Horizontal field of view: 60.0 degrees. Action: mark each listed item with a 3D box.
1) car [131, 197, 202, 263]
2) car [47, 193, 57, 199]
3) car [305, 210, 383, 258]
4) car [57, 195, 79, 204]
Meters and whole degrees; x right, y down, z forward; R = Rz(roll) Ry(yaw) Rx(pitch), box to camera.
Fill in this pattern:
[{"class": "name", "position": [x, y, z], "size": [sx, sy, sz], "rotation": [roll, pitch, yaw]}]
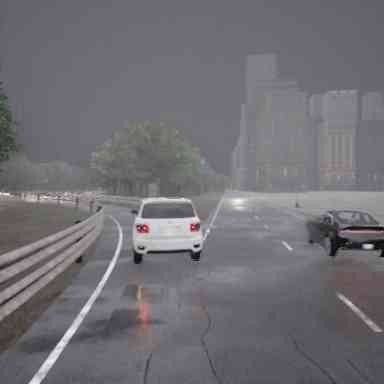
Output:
[{"class": "car", "position": [-1.042, 1.199, 12.240], "size": [2.150, 2.045, 5.566], "rotation": [-1, 0, -9]}, {"class": "car", "position": [-26.754, 0.884, 63.645], "size": [2.033, 1.411, 5.357], "rotation": [-1, 1, -33]}, {"class": "car", "position": [5.613, 1.432, 12.522], "size": [2.128, 1.511, 4.902], "rotation": [0, 0, 6]}, {"class": "car", "position": [-20.480, 1.211, 55.586], "size": [1.895, 1.301, 4.718], "rotation": [-1, 1, -40]}]
